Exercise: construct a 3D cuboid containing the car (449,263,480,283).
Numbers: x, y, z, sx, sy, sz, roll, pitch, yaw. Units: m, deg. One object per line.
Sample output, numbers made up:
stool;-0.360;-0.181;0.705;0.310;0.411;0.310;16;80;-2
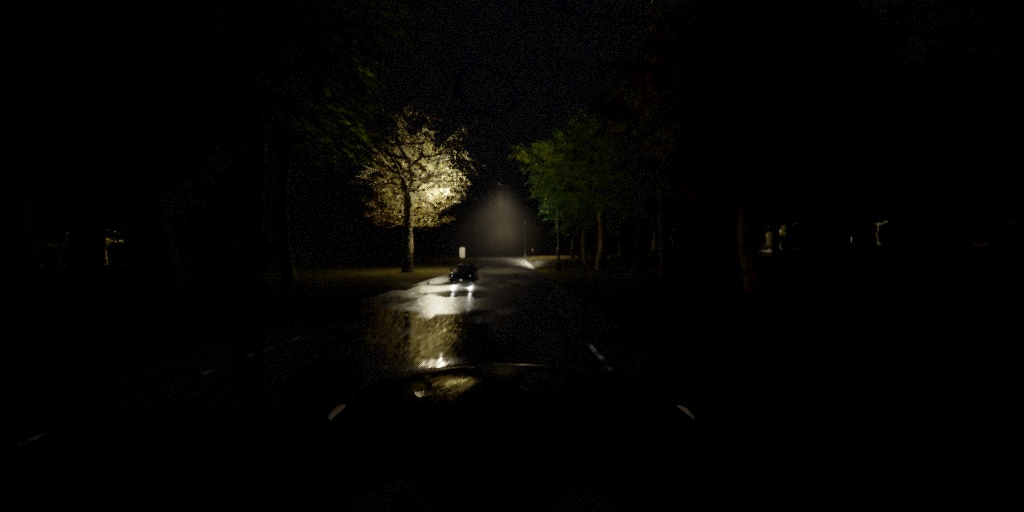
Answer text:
car;-3.582;1.282;27.809;2.033;1.411;5.357;0;0;0
